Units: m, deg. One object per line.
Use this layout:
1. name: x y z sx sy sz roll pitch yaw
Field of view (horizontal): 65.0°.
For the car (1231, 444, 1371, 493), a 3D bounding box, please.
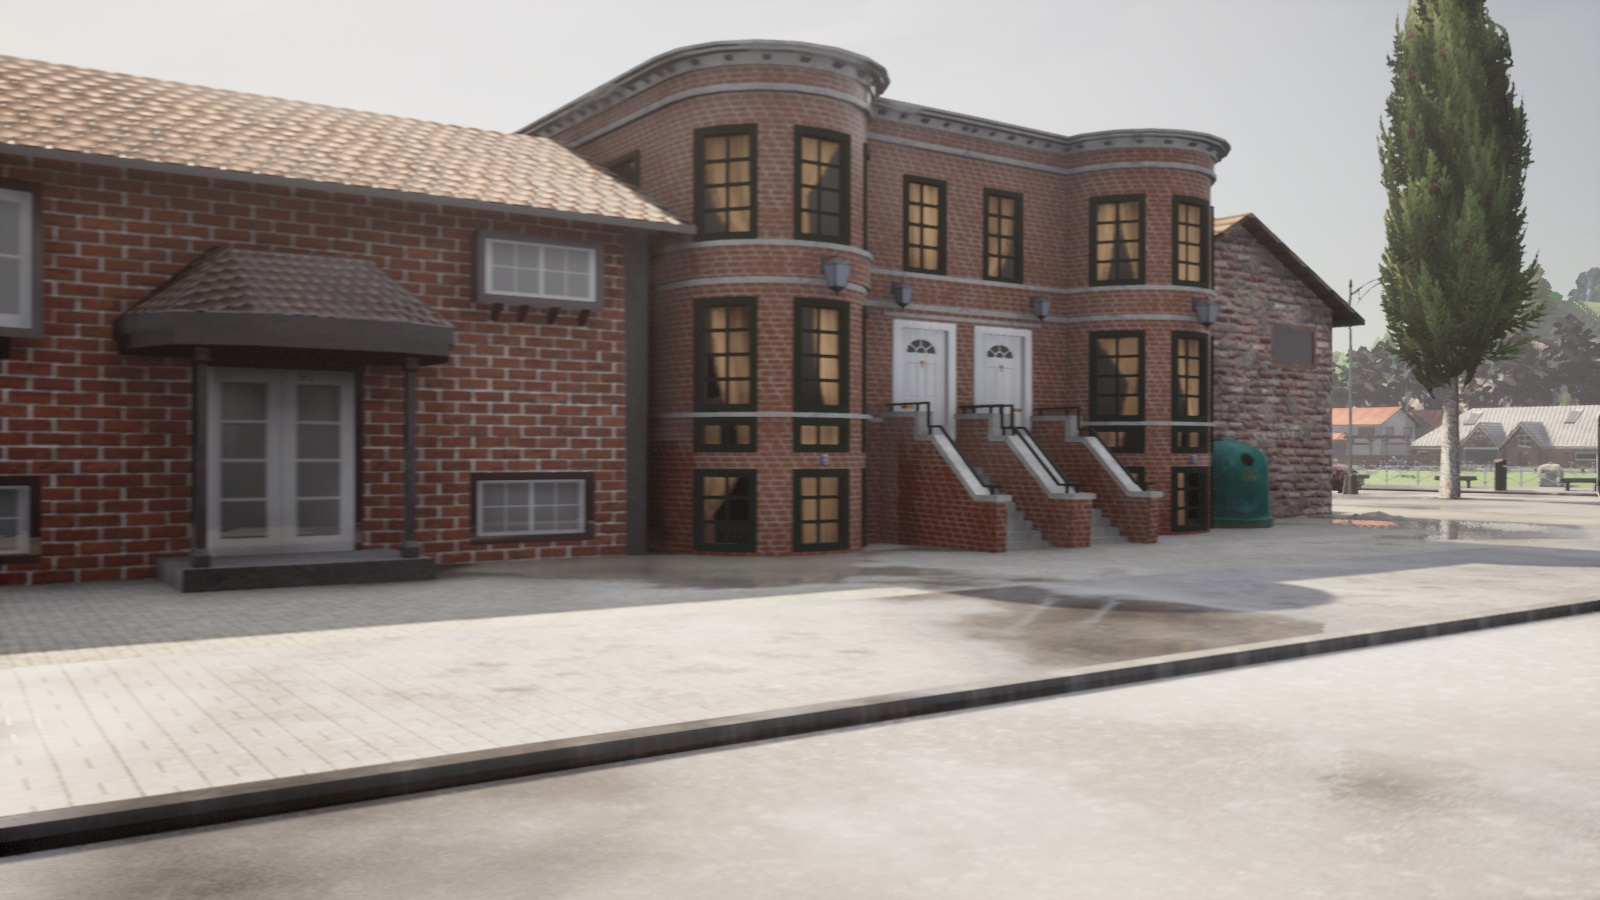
1. car: 18.921 0.680 47.605 2.097 1.767 4.553 0 0 -35
